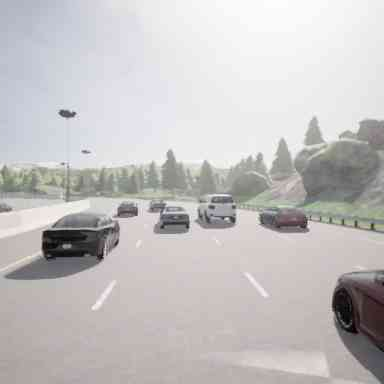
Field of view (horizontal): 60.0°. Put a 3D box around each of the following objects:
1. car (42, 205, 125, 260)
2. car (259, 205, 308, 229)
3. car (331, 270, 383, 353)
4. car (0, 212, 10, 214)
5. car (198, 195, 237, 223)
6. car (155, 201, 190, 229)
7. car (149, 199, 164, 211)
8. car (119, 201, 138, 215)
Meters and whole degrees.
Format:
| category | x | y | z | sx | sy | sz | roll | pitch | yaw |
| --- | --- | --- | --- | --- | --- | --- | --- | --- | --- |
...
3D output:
| category | x | y | z | sx | sy | sz | roll | pitch | yaw |
| --- | --- | --- | --- | --- | --- | --- | --- | --- | --- |
| car | -3.920 | 1.486 | 12.503 | 1.882 | 1.535 | 5.008 | 0 | 0 | -4 |
| car | 5.815 | 1.553 | 21.588 | 1.994 | 1.385 | 4.181 | 0 | 0 | -6 |
| car | 3.454 | 1.557 | 4.135 | 1.994 | 1.385 | 4.181 | 0 | 0 | -1 |
| car | -16.048 | 1.525 | 26.677 | 2.128 | 1.511 | 4.902 | 0 | 0 | -8 |
| car | 1.853 | 1.219 | 25.625 | 2.150 | 2.045 | 5.566 | 0 | 0 | -7 |
| car | -1.215 | 1.551 | 21.950 | 2.033 | 1.411 | 5.357 | 0 | 0 | -7 |
| car | -4.218 | 1.557 | 40.896 | 2.033 | 1.411 | 5.357 | 0 | 0 | -12 |
| car | -6.385 | 1.578 | 33.283 | 1.994 | 1.385 | 4.181 | 0 | 0 | -9 |
